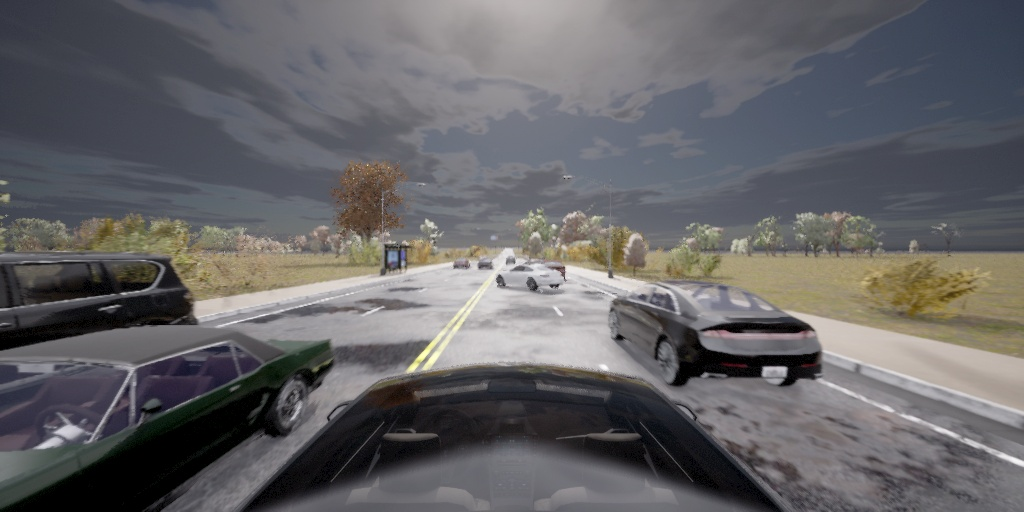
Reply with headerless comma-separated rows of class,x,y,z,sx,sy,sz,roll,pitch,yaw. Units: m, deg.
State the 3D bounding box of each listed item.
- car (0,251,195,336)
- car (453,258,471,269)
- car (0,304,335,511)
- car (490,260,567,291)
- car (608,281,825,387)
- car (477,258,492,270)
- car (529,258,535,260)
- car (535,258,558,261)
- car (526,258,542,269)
car,-6.606,0.959,3.959,2.150,2.045,5.566,0,0,0
car,-6.710,0.979,48.215,1.812,1.442,4.674,0,0,0
car,-3.350,1.346,2.661,1.895,1.301,4.718,0,0,0
car,0.954,1.159,20.908,1.812,1.442,4.674,0,1,-38
car,3.248,1.211,6.864,2.128,1.511,4.902,0,0,0
car,-3.457,1.008,47.055,2.033,1.411,5.357,0,0,0
car,3.130,0.964,40.069,1.801,1.575,5.366,0,0,0
car,3.178,1.060,28.879,1.882,1.535,5.008,0,0,0
car,3.085,0.997,50.880,1.994,1.385,4.181,0,0,0
